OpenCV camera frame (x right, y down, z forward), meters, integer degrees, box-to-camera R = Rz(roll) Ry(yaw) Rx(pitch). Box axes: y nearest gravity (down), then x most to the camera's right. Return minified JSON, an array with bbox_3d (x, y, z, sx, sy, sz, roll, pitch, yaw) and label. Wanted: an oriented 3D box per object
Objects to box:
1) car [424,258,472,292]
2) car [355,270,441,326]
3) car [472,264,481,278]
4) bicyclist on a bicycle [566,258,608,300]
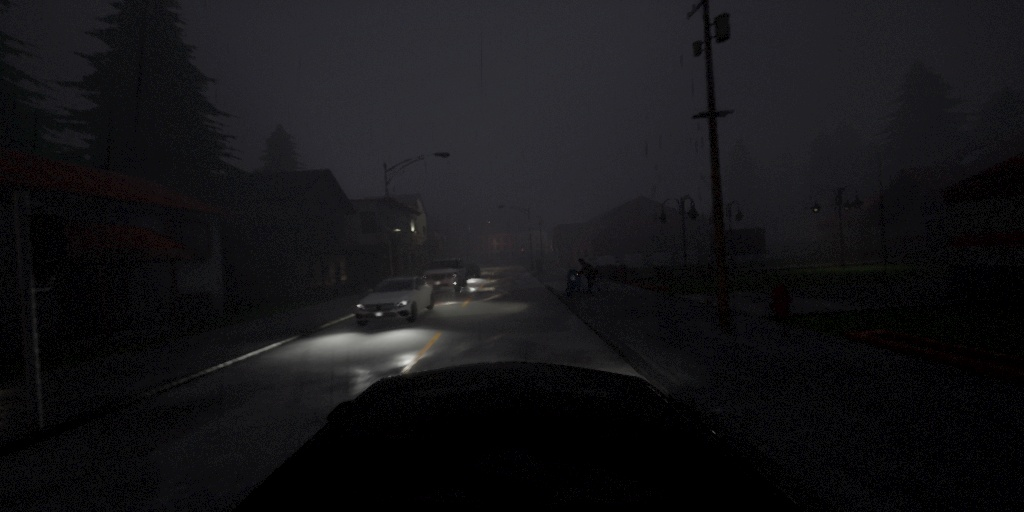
[{"bbox_3d":[-4.174,1.159,22.959,2.150,2.045,5.566,-4,0,0],"label":"car"},{"bbox_3d":[-4.108,1.490,13.244,1.812,1.442,4.674,-4,0,-1],"label":"car"},{"bbox_3d":[-4.160,1.462,34.972,1.994,1.385,4.181,-4,0,1],"label":"car"},{"bbox_3d":[2.890,0.880,13.921,1.656,1.620,0.582,-4,0,0],"label":"bicyclist on a bicycle"}]
